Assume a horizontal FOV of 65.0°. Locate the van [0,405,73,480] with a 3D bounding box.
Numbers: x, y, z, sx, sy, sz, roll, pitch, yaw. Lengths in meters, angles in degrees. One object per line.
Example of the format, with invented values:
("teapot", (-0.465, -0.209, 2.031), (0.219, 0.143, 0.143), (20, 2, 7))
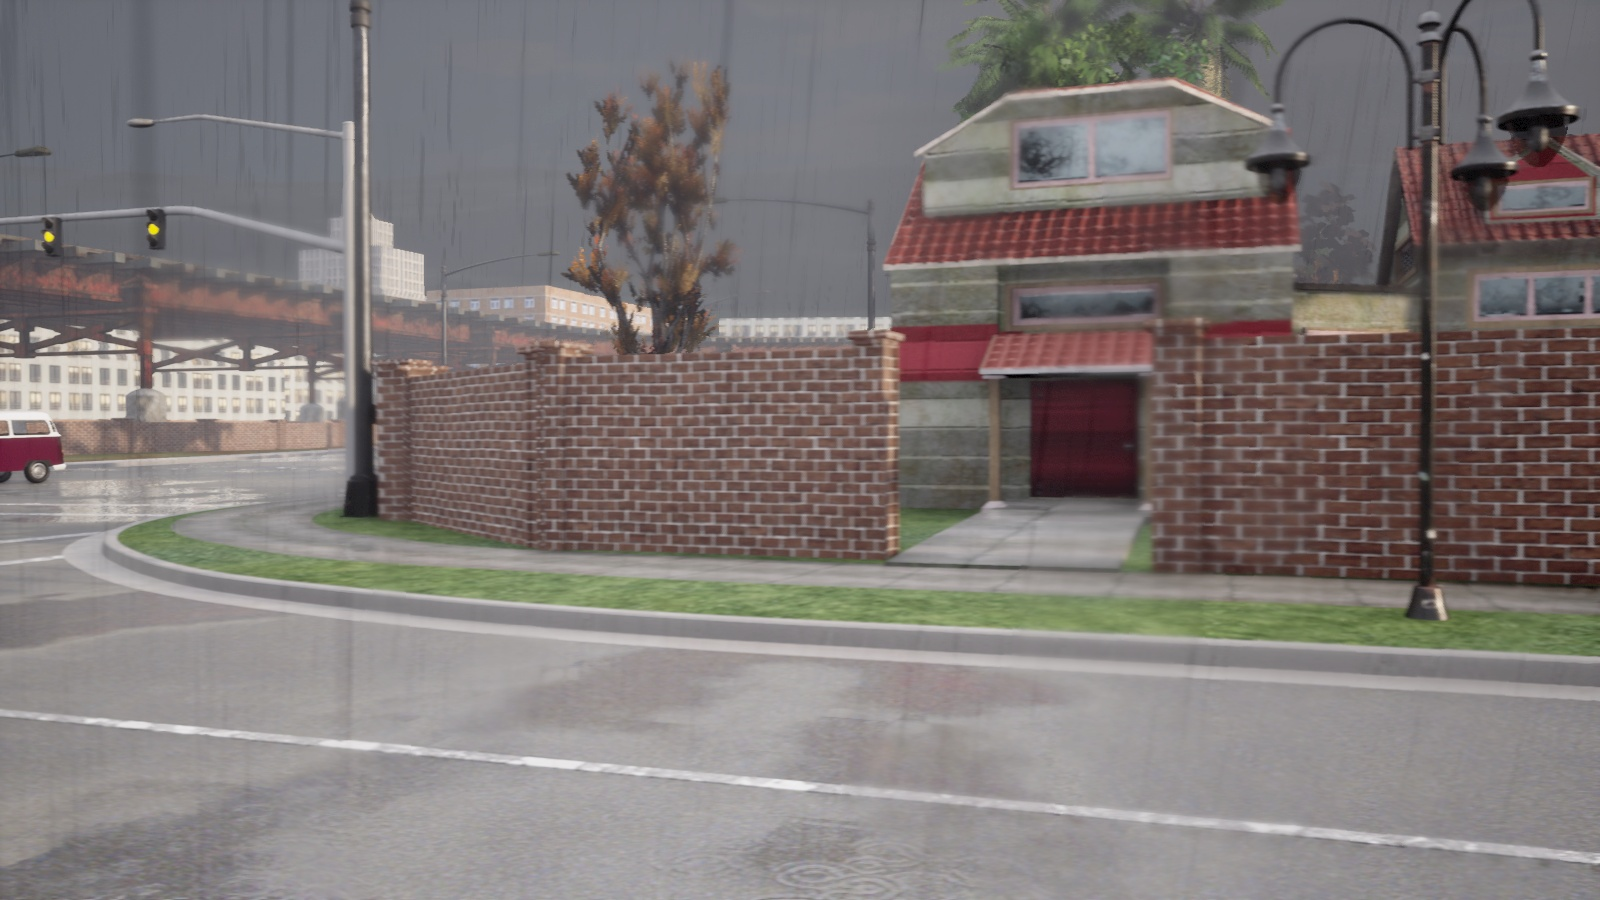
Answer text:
("van", (-22.771, -0.213, 34.541), (2.069, 2.038, 4.480), (1, 2, 20))
